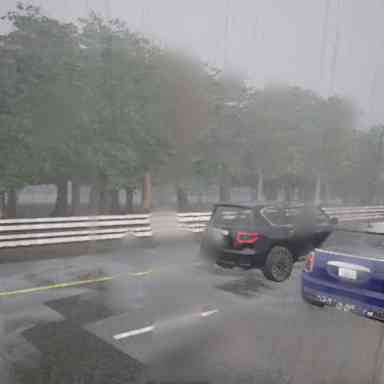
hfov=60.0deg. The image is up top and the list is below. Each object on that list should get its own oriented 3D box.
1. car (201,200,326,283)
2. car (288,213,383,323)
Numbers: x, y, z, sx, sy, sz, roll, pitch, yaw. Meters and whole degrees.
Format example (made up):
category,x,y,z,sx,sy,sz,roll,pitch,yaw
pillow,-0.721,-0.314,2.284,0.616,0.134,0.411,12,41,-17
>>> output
category,x,y,z,sx,sy,sz,roll,pitch,yaw
car,2.870,1.280,10.089,5.566,2.045,2.150,1,0,-35
car,4.353,1.406,6.849,4.553,1.767,2.097,1,0,-35
